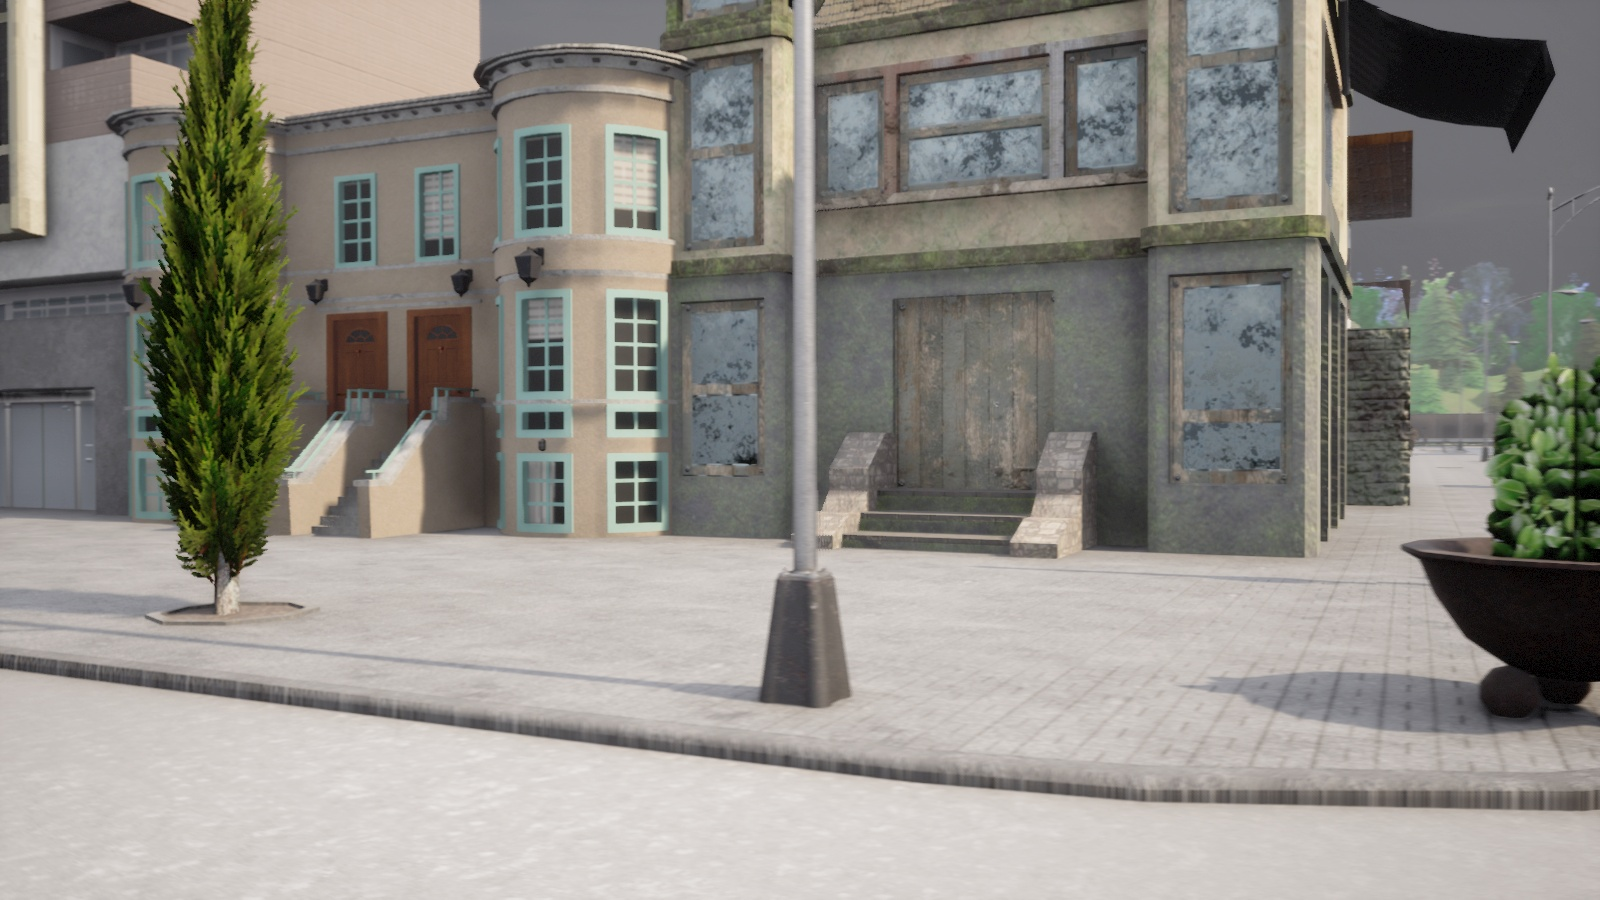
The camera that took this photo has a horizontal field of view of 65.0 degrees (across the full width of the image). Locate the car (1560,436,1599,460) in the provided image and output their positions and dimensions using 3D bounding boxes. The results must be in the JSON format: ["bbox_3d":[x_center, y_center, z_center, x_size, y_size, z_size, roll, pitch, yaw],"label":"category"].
[{"bbox_3d":[51.088,-0.154,82.225,1.970,1.475,3.806,1,1,26],"label":"car"}]

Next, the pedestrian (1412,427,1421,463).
[{"bbox_3d":[32.974,-0.281,67.199,0.396,1.930,0.692,1,1,25],"label":"pedestrian"}]
